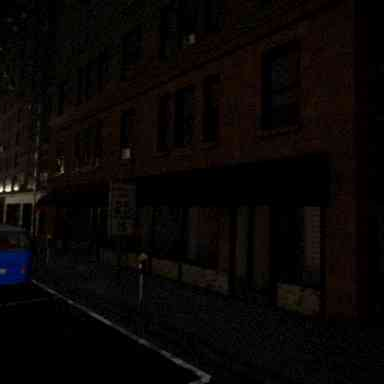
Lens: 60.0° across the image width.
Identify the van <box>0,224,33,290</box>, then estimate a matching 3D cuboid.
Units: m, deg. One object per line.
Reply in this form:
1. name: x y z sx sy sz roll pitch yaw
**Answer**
1. van: -6.025 1.800 9.705 1.690 1.788 3.998 6 -6 -42
